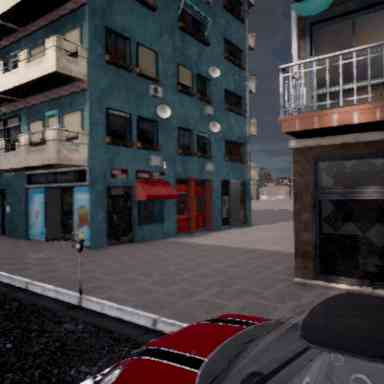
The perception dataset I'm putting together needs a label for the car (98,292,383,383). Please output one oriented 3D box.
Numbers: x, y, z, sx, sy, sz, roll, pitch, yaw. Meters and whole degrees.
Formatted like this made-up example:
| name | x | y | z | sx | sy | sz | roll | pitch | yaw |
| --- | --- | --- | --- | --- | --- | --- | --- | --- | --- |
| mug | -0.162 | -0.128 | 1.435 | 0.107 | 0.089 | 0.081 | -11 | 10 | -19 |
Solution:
| name | x | y | z | sx | sy | sz | roll | pitch | yaw |
| --- | --- | --- | --- | --- | --- | --- | --- | --- | --- |
| car | 1.113 | 1.441 | 2.093 | 4.097 | 1.590 | 1.967 | 0 | -1 | 36 |
